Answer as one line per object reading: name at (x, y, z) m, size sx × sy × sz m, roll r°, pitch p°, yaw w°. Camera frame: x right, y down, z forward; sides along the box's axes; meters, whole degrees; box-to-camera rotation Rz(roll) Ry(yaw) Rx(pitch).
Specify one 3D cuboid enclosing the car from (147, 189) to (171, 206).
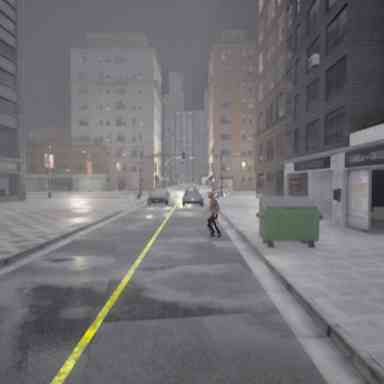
car at (-3.076, 0.442, 31.736) m, size 1.882 × 1.535 × 5.008 m, roll 0°, pitch 2°, yaw 0°

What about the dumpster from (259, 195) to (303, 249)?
dumpster at (3.136, 0.995, 11.961) m, size 1.020 × 1.700 × 1.940 m, roll 0°, pitch 2°, yaw 0°

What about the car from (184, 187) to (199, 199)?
car at (-0.084, 0.108, 43.611) m, size 1.812 × 1.442 × 4.674 m, roll 0°, pitch 2°, yaw -1°

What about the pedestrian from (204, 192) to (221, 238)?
pedestrian at (0.800, 0.863, 12.914) m, size 0.375 × 1.860 × 0.375 m, roll 0°, pitch 2°, yaw -10°

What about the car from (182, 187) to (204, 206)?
car at (0.074, 0.548, 31.129) m, size 1.994 × 1.385 × 4.181 m, roll 0°, pitch 2°, yaw 0°
